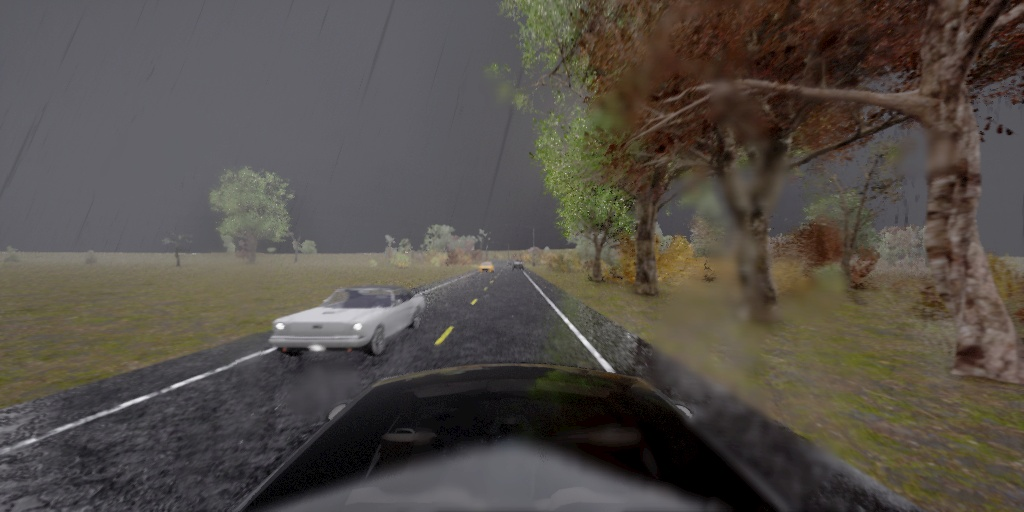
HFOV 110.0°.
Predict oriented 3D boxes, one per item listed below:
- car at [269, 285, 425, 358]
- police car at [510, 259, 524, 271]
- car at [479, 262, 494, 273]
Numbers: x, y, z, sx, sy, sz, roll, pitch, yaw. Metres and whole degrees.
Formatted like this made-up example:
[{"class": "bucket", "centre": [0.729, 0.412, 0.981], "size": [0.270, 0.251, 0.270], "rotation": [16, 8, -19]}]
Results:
[{"class": "car", "centre": [-3.599, 1.414, 8.828], "size": [1.895, 1.301, 4.718], "rotation": [0, 0, 0]}, {"class": "police car", "centre": [1.051, 1.614, 61.393], "size": [1.930, 1.638, 5.238], "rotation": [0, 0, 0]}, {"class": "car", "centre": [-3.571, 1.597, 50.339], "size": [1.882, 1.535, 5.008], "rotation": [0, 0, 0]}]
